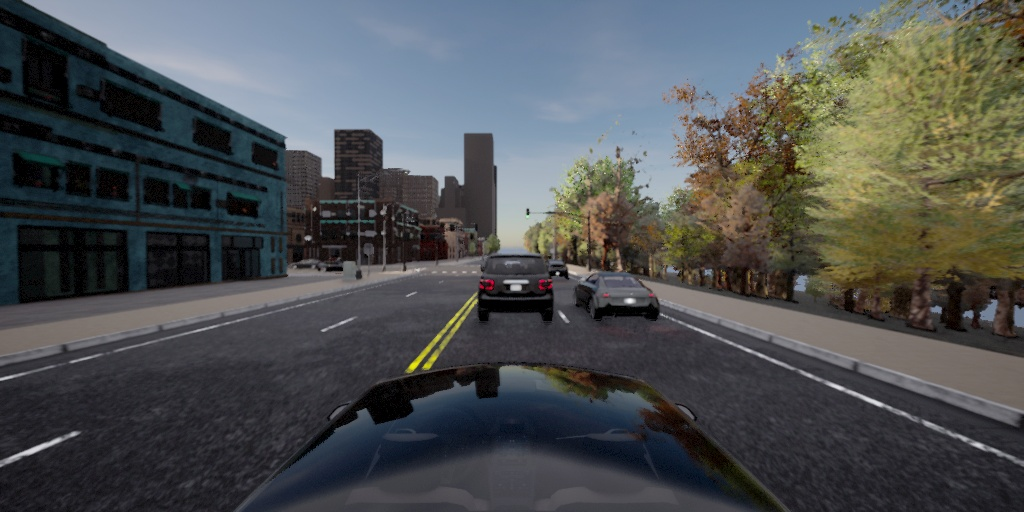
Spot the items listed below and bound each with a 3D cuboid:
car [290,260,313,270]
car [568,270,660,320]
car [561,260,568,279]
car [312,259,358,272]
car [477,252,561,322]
[{"bbox_3d":[-28.338,1.150,49.739,4.403,1.370,2.007,0,0,0],"label":"car"},{"bbox_3d":[3.337,1.222,12.163,1.994,1.385,4.181,0,1,0],"label":"car"},{"bbox_3d":[3.319,1.018,28.515,1.837,1.490,4.892,0,0,0],"label":"car"},{"bbox_3d":[-19.994,1.226,41.237,4.313,1.339,1.948,0,0,0],"label":"car"},{"bbox_3d":[0.090,0.883,11.968,2.150,2.045,5.566,0,1,0],"label":"car"}]
